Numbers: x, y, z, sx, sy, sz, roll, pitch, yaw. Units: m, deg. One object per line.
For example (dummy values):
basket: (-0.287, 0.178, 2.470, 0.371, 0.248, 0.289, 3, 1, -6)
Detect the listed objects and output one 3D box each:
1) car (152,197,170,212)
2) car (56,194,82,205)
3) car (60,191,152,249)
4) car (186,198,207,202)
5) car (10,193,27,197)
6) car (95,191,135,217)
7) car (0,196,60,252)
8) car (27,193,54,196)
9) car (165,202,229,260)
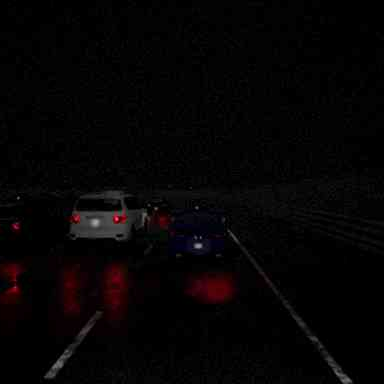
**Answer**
car: (-3.061, 1.229, 30.928, 1.812, 1.442, 4.674, 0, 1, 0)
car: (-17.325, 1.057, 47.042, 1.837, 1.490, 4.892, 0, 0, 0)
car: (-3.241, 1.077, 13.928, 2.150, 2.045, 5.566, 0, 0, 1)
car: (0.437, 1.271, 30.548, 1.994, 1.385, 4.181, 0, 1, 0)
car: (-24.316, 0.902, 46.783, 2.097, 1.767, 4.553, 0, 1, 0)
car: (-6.571, 0.940, 29.033, 2.150, 2.045, 5.566, 0, 0, 1)
car: (-6.753, 1.214, 13.439, 2.097, 1.767, 4.553, 0, 1, 1)
car: (-20.826, 1.041, 47.215, 2.128, 1.511, 4.902, 0, 0, 0)
car: (0.226, 1.354, 11.929, 1.882, 1.535, 5.008, 0, 1, 1)
